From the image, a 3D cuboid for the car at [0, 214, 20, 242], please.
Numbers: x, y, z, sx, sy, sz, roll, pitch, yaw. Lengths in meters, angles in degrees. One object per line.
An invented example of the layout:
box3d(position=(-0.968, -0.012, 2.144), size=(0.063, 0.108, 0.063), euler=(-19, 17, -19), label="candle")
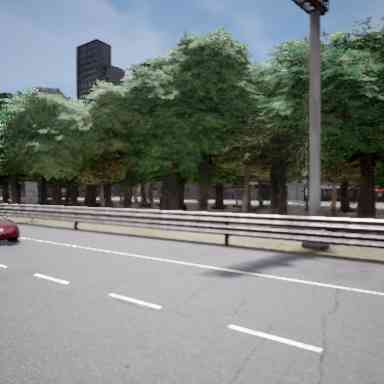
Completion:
box3d(position=(-9.657, 1.567, 15.053), size=(4.181, 1.385, 1.994), euler=(0, 0, 36), label="car")
